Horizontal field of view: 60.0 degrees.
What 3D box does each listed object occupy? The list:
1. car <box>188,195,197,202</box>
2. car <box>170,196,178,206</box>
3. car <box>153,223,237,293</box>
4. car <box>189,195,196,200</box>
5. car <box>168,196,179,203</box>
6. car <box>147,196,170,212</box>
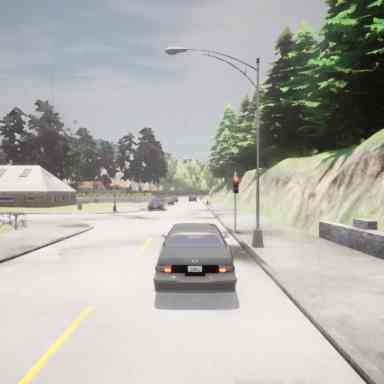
[{"bbox_3d":[0.137,1.516,75.751,2.128,1.511,4.902,0,0,0],"label":"car"},{"bbox_3d":[-3.983,1.492,56.381,2.128,1.511,4.902,0,0,0],"label":"car"},{"bbox_3d":[0.075,1.547,8.997,2.033,1.411,5.357,0,0,0],"label":"car"},{"bbox_3d":[0.156,1.408,86.111,1.812,1.442,4.674,0,0,0],"label":"car"},{"bbox_3d":[-3.874,1.552,69.534,1.994,1.385,4.181,0,0,0],"label":"car"},{"bbox_3d":[-4.079,1.505,39.500,1.837,1.490,4.892,0,0,2],"label":"car"}]
